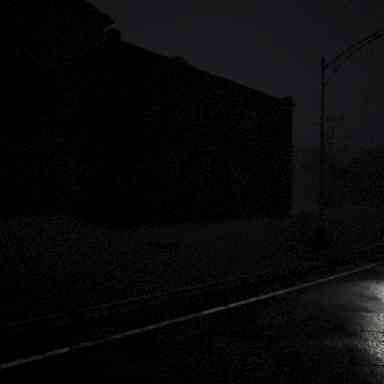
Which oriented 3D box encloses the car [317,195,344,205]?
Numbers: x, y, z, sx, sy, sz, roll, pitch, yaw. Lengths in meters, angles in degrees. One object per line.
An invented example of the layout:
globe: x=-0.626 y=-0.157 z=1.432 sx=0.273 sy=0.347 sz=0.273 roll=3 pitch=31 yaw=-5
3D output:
car: x=21.701 y=1.265 z=52.116 sx=2.128 sy=1.511 sz=4.902 roll=1 pitch=0 yaw=-14
